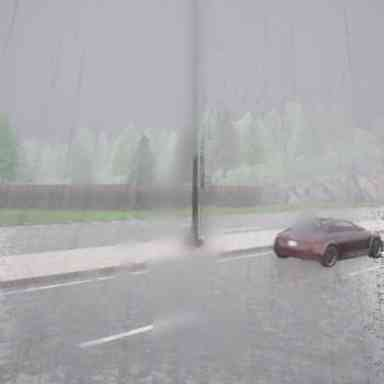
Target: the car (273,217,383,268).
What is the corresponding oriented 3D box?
[{"bbox_3d":[4.772,1.581,11.494,4.181,1.385,1.994,0,0,-35],"label":"car"}]
